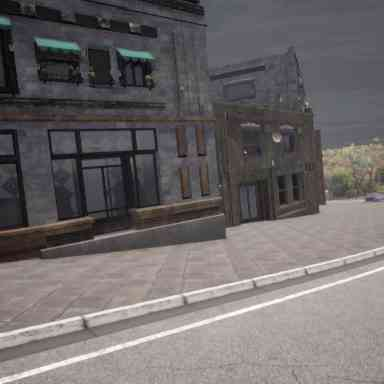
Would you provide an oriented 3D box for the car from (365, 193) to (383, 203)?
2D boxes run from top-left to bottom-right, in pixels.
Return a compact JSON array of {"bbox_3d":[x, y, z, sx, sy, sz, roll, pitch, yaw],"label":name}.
[{"bbox_3d":[32.130,0.901,58.066,2.097,1.767,4.553,-5,-2,0],"label":"car"}]
